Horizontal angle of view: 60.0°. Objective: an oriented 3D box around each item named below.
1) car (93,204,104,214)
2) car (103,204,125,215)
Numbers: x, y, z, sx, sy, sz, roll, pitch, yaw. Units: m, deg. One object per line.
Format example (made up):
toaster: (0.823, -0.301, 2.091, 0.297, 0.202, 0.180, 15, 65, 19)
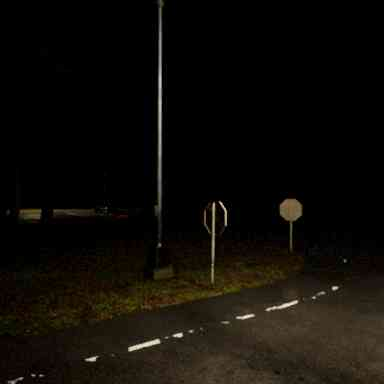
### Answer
car: (-16.541, 3.011, 61.181, 2.097, 1.767, 4.553, 2, -2, -33)
car: (-12.658, 3.048, 55.340, 1.837, 1.490, 4.892, 2, -2, -32)
